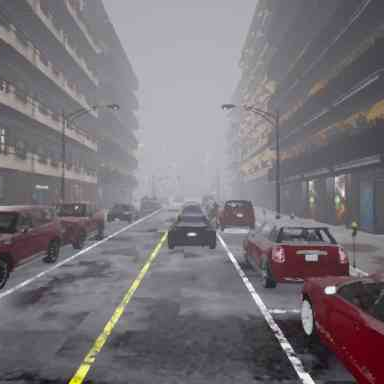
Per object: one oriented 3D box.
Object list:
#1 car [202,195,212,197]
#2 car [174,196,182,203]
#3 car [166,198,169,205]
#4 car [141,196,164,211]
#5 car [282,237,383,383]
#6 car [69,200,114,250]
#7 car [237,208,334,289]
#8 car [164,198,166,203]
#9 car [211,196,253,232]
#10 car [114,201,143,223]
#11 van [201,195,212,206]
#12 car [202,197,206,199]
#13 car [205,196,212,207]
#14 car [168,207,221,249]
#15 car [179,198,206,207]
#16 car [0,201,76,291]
[{"bbox_3d":[2.552,1.421,53.396,2.192,1.841,5.009,1,0,0],"label":"car"},{"bbox_3d":[-2.751,1.623,70.939,1.994,1.385,4.181,0,0,0],"label":"car"},{"bbox_3d":[-5.301,1.732,64.512,1.802,1.307,4.206,1,0,0],"label":"car"},{"bbox_3d":[-5.293,1.385,42.388,2.192,1.841,5.009,1,0,0],"label":"car"},{"bbox_3d":[2.584,1.547,3.613,1.887,1.381,4.507,1,0,0],"label":"car"},{"bbox_3d":[-5.291,1.329,14.735,2.192,1.841,5.009,1,0,0],"label":"car"},{"bbox_3d":[2.593,1.448,9.145,1.967,1.590,4.097,1,0,0],"label":"car"},{"bbox_3d":[-5.299,1.632,47.919,1.887,1.381,4.507,1,0,0],"label":"car"},{"bbox_3d":[2.554,1.336,20.207,2.192,1.841,5.009,1,0,0],"label":"car"},{"bbox_3d":[-5.298,1.596,25.798,1.947,1.339,4.313,1,0,0],"label":"car"},{"bbox_3d":[2.551,1.468,58.927,1.690,1.788,3.998,1,0,0],"label":"van"},{"bbox_3d":[2.547,1.652,42.332,1.802,1.307,4.206,1,0,0],"label":"car"},{"bbox_3d":[2.550,1.482,31.270,1.967,1.590,4.097,1,0,0],"label":"car"},{"bbox_3d":[0.000,1.587,14.654,1.994,1.385,4.181,0,0,0],"label":"car"},{"bbox_3d":[0.000,1.572,29.659,1.812,1.442,4.674,0,0,0],"label":"car"},{"bbox_3d":[-5.291,1.323,9.205,2.192,1.841,5.009,1,0,0],"label":"car"}]
